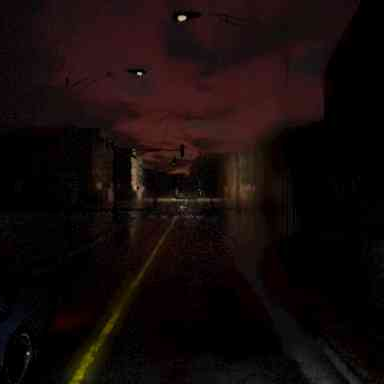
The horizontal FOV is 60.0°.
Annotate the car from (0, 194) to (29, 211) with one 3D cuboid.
[{"bbox_3d":[-20.107,1.098,36.041,5.009,1.841,2.192,0,0,0],"label":"car"}]

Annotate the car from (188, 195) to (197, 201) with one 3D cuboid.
[{"bbox_3d":[0.047,1.365,77.897,1.837,1.490,4.892,0,0,0],"label":"car"}]

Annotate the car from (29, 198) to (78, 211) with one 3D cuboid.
[{"bbox_3d":[-14.675,1.366,36.046,4.507,1.381,1.887,0,0,0],"label":"car"}]

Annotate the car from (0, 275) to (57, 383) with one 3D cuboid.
[{"bbox_3d":[-2.849,1.541,2.459,2.033,1.411,5.357,0,0,0],"label":"car"}]

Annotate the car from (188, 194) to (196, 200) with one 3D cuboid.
[{"bbox_3d":[0.053,1.371,88.314,1.994,1.385,4.181,0,0,0],"label":"car"}]

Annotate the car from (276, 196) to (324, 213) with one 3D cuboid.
[{"bbox_3d":[11.736,1.332,36.077,5.009,1.841,2.192,0,0,0],"label":"car"}]

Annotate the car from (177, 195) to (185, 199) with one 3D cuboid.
[{"bbox_3d":[-2.700,1.253,82.840,1.812,1.442,4.674,0,0,0],"label":"car"}]
